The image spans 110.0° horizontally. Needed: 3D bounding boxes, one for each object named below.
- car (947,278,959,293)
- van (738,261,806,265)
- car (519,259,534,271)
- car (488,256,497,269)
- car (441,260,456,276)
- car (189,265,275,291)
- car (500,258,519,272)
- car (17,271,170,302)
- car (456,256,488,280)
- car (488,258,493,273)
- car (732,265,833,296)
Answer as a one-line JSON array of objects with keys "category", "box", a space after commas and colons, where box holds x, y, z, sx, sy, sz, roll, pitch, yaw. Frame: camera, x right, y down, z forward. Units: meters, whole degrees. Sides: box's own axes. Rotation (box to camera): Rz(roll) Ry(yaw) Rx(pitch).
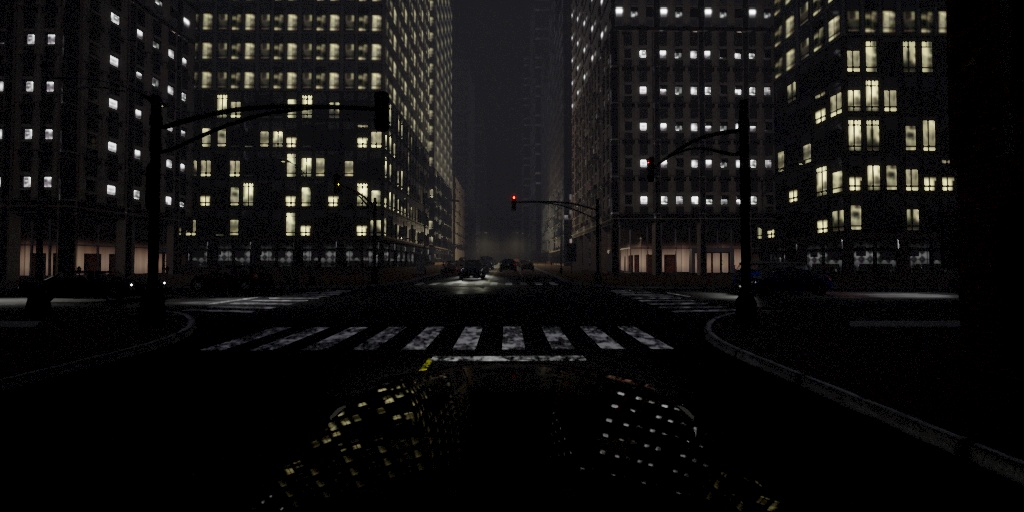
[{"category": "car", "box": [26.804, 1.441, 19.392, 4.718, 1.301, 1.895, 0, -1, -1]}, {"category": "van", "box": [15.714, 1.210, 21.847, 3.998, 1.789, 1.690, 0, 0, -1]}, {"category": "car", "box": [2.064, 1.350, 48.389, 1.802, 1.307, 4.207, 0, 0, -1]}, {"category": "car", "box": [-3.768, 0.992, 52.647, 2.150, 2.045, 5.566, 0, 0, 0]}, {"category": "car", "box": [-6.164, 1.203, 37.064, 1.967, 1.591, 4.097, 0, 0, -1]}, {"category": "car", "box": [-16.758, 1.255, 21.484, 4.097, 1.591, 1.967, 0, 0, -1]}, {"category": "car", "box": [-0.517, 1.119, 47.662, 2.097, 1.767, 4.553, 0, 0, -1]}, {"category": "car", "box": [-18.066, 1.301, 15.692, 4.718, 1.301, 1.895, 0, -1, -1]}, {"category": "car", "box": [-3.446, 1.113, 31.745, 2.097, 1.767, 4.553, 0, 0, -2]}, {"category": "car", "box": [-3.636, 1.257, 41.818, 2.128, 1.511, 4.902, 0, 0, -1]}, {"category": "car", "box": [14.522, 1.342, 19.251, 4.674, 1.442, 1.812, 0, -1, -2]}]
